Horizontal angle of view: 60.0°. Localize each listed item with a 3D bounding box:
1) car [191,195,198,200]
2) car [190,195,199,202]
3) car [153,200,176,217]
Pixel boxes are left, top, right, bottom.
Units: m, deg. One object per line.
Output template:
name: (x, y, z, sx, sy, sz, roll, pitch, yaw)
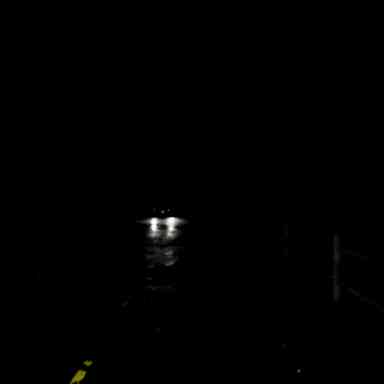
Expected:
car: (0.664, 1.605, 92.340, 1.994, 1.385, 4.181, 1, 0, 0)
car: (0.589, 1.627, 82.302, 1.837, 1.490, 4.892, 1, 0, 0)
car: (-2.534, 1.497, 31.353, 1.837, 1.490, 4.892, 1, 0, 0)
